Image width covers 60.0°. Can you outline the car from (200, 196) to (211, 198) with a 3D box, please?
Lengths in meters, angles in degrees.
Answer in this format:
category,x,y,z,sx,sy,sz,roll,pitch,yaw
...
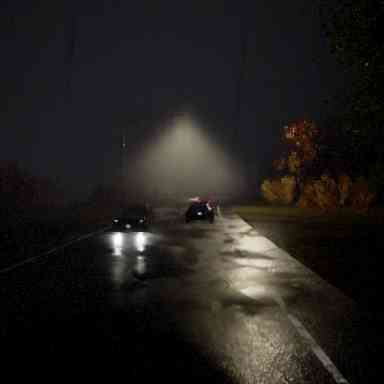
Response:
category,x,y,z,sx,sy,sz,roll,pitch,yaw
car,1.667,1.219,41.894,1.812,1.442,4.674,0,0,4

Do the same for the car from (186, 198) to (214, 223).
category,x,y,z,sx,sy,sz,roll,pitch,yaw
car,0.597,1.392,24.072,1.994,1.385,4.181,0,1,2

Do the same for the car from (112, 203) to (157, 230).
category,x,y,z,sx,sy,sz,roll,pitch,yaw
car,-3.277,1.404,20.155,2.033,1.411,5.357,0,0,2
